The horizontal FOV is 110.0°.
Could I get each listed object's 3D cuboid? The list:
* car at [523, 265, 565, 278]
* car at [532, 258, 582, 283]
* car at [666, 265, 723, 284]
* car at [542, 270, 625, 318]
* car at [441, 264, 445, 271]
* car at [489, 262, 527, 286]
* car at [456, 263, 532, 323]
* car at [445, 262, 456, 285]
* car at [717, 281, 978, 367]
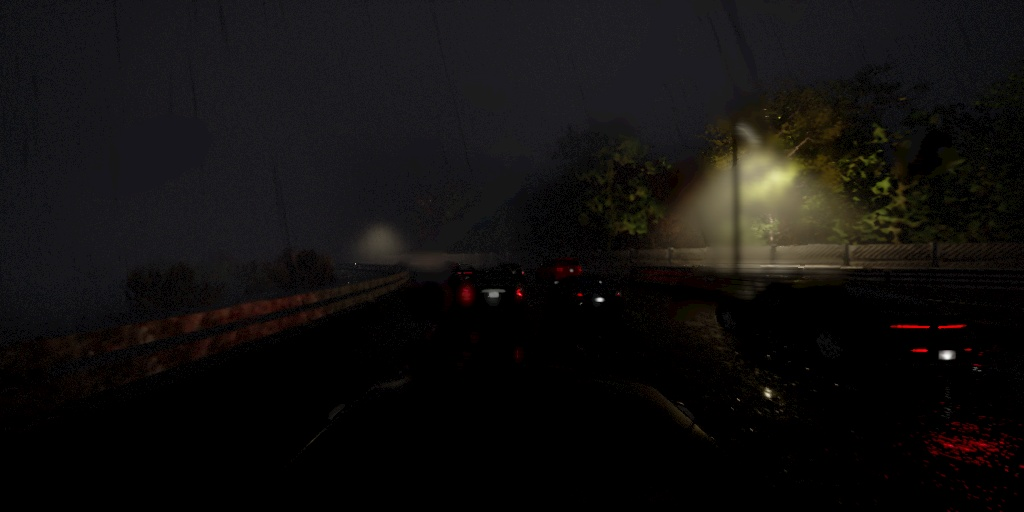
[{"bbox_3d":[3.440,1.671,39.533,1.895,1.301,4.718,0,-1,-39],"label":"car"},{"bbox_3d":[3.573,1.214,28.211,2.150,2.045,5.566,0,-2,-15],"label":"car"},{"bbox_3d":[14.184,1.436,27.669,4.902,1.511,2.128,-1,-1,44],"label":"car"},{"bbox_3d":[2.654,1.424,13.739,1.994,1.385,4.181,0,-1,-6],"label":"car"},{"bbox_3d":[-10.430,1.810,61.059,1.837,1.490,4.892,1,-1,-33],"label":"car"},{"bbox_3d":[-0.420,1.372,29.459,2.097,1.767,4.553,0,-1,-15],"label":"car"},{"bbox_3d":[-0.764,1.213,12.918,2.097,1.767,4.553,0,-1,-6],"label":"car"},{"bbox_3d":[-4.019,1.523,29.423,2.128,1.511,4.902,0,-1,-15],"label":"car"},{"bbox_3d":[6.699,1.301,8.041,1.837,1.490,4.892,0,0,-3],"label":"car"}]
